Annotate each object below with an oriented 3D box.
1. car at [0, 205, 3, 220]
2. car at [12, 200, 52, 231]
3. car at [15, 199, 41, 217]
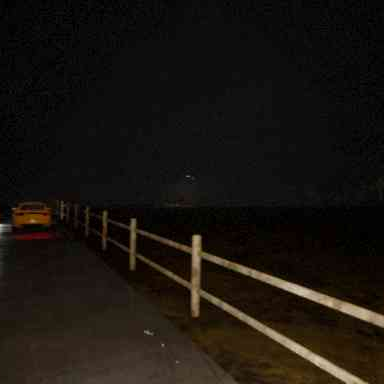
[{"bbox_3d":[-14.448,1.322,23.432,1.812,1.442,4.674,1,-1,-26],"label":"car"},{"bbox_3d":[-9.381,1.332,19.502,1.882,1.535,5.008,2,-1,-27],"label":"car"},{"bbox_3d":[-15.368,1.457,31.433,2.033,1.411,5.357,1,-1,-24],"label":"car"}]
